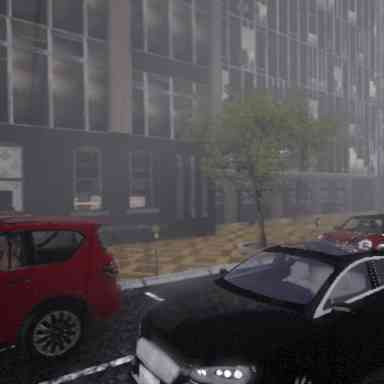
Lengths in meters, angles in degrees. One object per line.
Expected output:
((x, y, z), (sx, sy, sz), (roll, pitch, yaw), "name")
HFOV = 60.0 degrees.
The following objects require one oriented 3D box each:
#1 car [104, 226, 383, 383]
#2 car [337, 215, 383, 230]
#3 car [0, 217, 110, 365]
((1.598, 1.501, 4.509), (4.902, 1.511, 2.128), (0, 0, -35), "car")
((5.680, 1.466, 10.642), (4.097, 1.590, 1.967), (0, -1, -35), "car")
((-3.384, 1.315, 4.288), (5.009, 1.841, 2.192), (0, -1, -35), "car")
